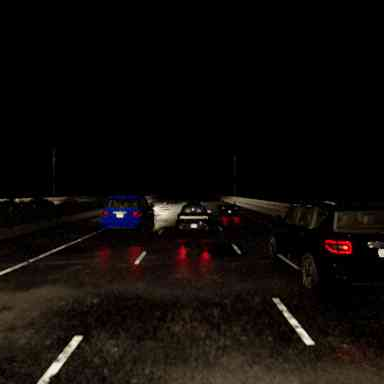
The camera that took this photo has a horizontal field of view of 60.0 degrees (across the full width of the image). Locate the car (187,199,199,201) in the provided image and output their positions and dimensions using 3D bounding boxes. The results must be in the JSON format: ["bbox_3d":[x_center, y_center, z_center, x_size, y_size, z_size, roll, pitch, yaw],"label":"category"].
[{"bbox_3d":[0.098,1.478,35.500,1.837,1.490,4.892,0,0,0],"label":"car"}]

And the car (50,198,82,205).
[{"bbox_3d":[-14.092,1.462,38.466,2.128,1.511,4.902,0,0,0],"label":"car"}]

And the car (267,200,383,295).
[{"bbox_3d":[3.599,1.216,8.832,2.150,2.045,5.566,0,0,0],"label":"car"}]

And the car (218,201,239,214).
[{"bbox_3d":[3.599,1.575,34.102,1.895,1.301,4.718,0,0,0],"label":"car"}]

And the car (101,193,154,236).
[{"bbox_3d":[-3.401,1.209,18.384,2.150,2.045,5.566,0,0,0],"label":"car"}]

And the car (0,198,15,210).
[{"bbox_3d":[-21.090,1.462,38.831,2.128,1.511,4.902,0,0,0],"label":"car"}]

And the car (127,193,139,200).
[{"bbox_3d":[-14.003,1.047,79.035,1.837,1.490,4.892,0,0,0],"label":"car"}]

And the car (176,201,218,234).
[{"bbox_3d":[0.099,1.478,19.132,2.128,1.511,4.902,0,0,0],"label":"car"}]

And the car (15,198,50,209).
[{"bbox_3d":[-17.592,1.449,37.897,1.882,1.535,5.008,0,0,0],"label":"car"}]
